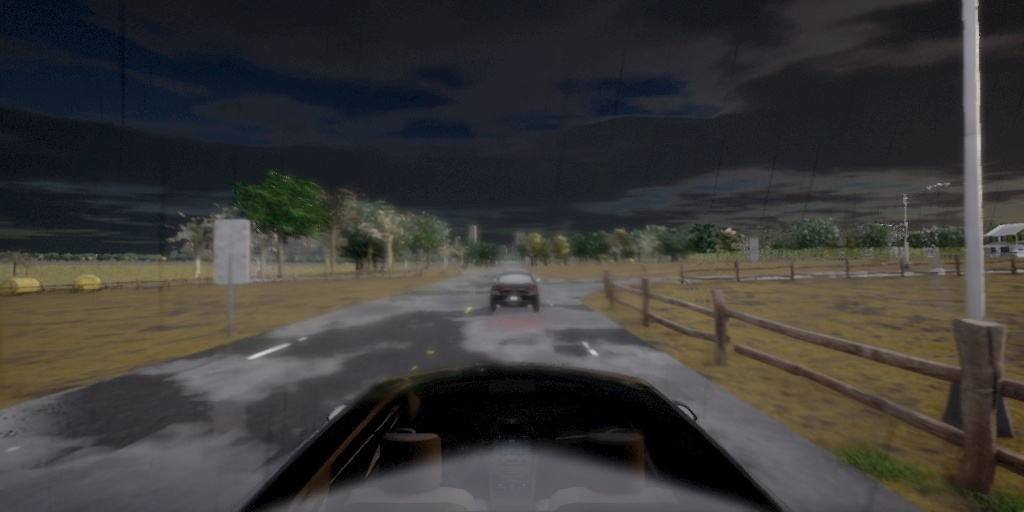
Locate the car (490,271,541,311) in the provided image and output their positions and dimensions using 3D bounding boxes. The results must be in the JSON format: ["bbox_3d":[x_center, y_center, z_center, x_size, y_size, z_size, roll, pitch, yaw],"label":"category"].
[{"bbox_3d":[0.209,1.394,15.397,1.882,1.535,5.008,0,0,3],"label":"car"}]
